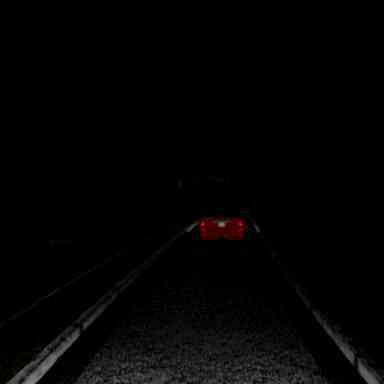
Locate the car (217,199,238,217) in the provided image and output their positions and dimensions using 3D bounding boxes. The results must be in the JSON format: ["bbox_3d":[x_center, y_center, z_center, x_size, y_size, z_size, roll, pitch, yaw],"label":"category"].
[{"bbox_3d":[3.631,1.521,33.385,1.882,1.535,5.008,-1,0,7],"label":"car"}]

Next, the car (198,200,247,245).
[{"bbox_3d":[1.485,1.383,15.930,2.097,1.767,4.553,-1,0,7],"label":"car"}]
